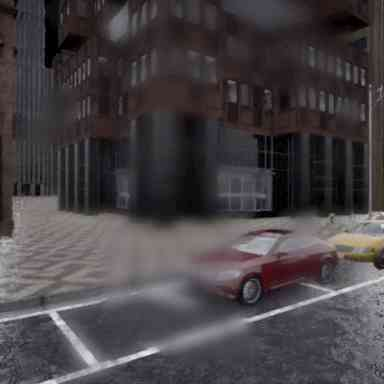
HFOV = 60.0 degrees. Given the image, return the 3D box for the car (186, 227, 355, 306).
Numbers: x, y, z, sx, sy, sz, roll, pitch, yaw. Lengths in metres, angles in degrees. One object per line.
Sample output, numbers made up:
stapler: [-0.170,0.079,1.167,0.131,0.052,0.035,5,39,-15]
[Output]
car: [1.845,1.580,7.961,4.206,1.307,1.802,0,0,-35]

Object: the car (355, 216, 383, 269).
car: [6.268,1.522,11.114,4.829,1.417,1.752,0,0,-35]
